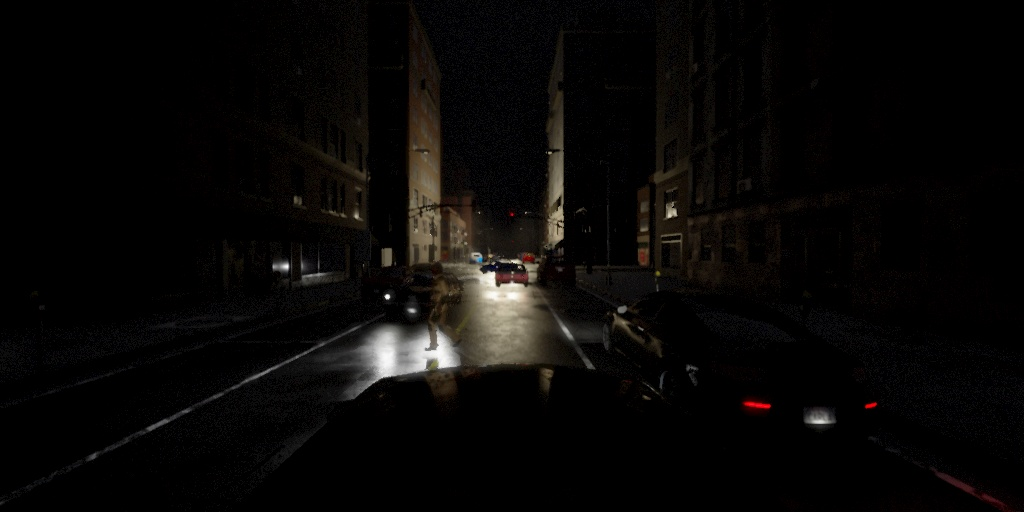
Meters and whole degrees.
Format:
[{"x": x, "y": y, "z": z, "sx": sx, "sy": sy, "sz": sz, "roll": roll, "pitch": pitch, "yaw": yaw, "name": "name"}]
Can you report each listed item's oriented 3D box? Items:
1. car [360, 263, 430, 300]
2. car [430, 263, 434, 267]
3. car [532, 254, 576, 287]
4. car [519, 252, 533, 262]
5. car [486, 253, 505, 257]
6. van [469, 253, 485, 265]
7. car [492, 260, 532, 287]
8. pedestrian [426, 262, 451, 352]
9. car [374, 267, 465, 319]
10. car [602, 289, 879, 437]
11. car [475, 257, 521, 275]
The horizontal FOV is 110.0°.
[{"x": -5.385, "y": 1.122, "z": 16.489, "sx": 1.888, "sy": 1.381, "sz": 4.507, "roll": 0, "pitch": 0, "yaw": 0, "name": "car"}, {"x": -5.384, "y": 1.077, "z": 22.000, "sx": 1.948, "sy": 1.339, "sz": 4.313, "roll": 0, "pitch": 0, "yaw": 0, "name": "car"}, {"x": 2.641, "y": 0.827, "z": 21.999, "sx": 2.192, "sy": 1.841, "sz": 5.009, "roll": 0, "pitch": 0, "yaw": 0, "name": "car"}, {"x": 2.715, "y": 0.381, "z": 59.367, "sx": 2.192, "sy": 1.841, "sz": 5.009, "roll": 0, "pitch": 0, "yaw": 0, "name": "car"}, {"x": -2.785, "y": 0.582, "z": 61.968, "sx": 2.033, "sy": 1.411, "sz": 5.357, "roll": 0, "pitch": 1, "yaw": 1, "name": "car"}, {"x": -5.399, "y": 0.472, "z": 53.961, "sx": 1.690, "sy": 1.789, "sz": 3.998, "roll": 0, "pitch": 0, "yaw": 0, "name": "van"}, {"x": 0.014, "y": 1.116, "z": 21.700, "sx": 1.895, "sy": 1.301, "sz": 4.718, "roll": 0, "pitch": 1, "yaw": 0, "name": "car"}, {"x": -1.494, "y": 0.980, "z": 7.283, "sx": 0.375, "sy": 1.860, "sz": 0.375, "roll": 0, "pitch": 1, "yaw": -14, "name": "pedestrian"}, {"x": -2.838, "y": 1.225, "z": 12.424, "sx": 1.895, "sy": 1.301, "sz": 4.718, "roll": 0, "pitch": 1, "yaw": 0, "name": "car"}, {"x": 2.750, "y": 1.232, "z": 5.507, "sx": 1.812, "sy": 1.442, "sz": 4.674, "roll": 0, "pitch": 1, "yaw": 0, "name": "car"}, {"x": -1.164, "y": 0.985, "z": 32.633, "sx": 1.895, "sy": 1.301, "sz": 4.718, "roll": 0, "pitch": 1, "yaw": 22, "name": "car"}]
